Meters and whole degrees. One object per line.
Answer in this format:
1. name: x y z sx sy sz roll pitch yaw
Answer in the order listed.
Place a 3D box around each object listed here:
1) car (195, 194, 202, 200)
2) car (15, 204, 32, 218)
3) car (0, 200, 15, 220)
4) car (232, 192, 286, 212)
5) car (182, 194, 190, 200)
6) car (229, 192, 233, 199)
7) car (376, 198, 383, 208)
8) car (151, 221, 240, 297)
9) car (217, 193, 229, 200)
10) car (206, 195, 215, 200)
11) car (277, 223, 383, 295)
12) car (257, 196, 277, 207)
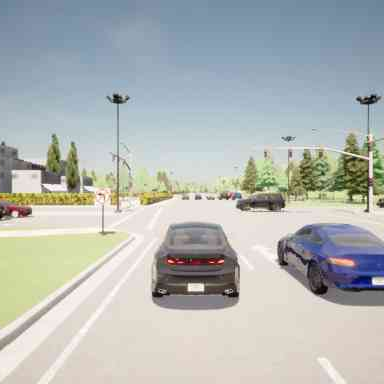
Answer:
1. car: 1.742 1.472 91.764 1.882 1.535 5.008 0 0 0
2. car: -16.779 1.478 29.408 5.008 1.535 1.882 0 0 -1
3. car: -17.354 1.221 25.900 5.566 2.045 2.150 0 0 -1
4. car: 7.827 1.222 37.918 5.566 2.045 2.150 0 0 -1
5. car: -1.760 1.518 91.360 2.128 1.511 4.902 0 0 0
6. car: 12.239 1.218 90.923 2.150 2.045 5.566 0 0 0
7. car: 28.174 1.221 45.169 5.566 2.045 2.150 0 0 -1
8. car: 0.080 1.505 8.538 1.837 1.490 4.892 0 0 0
9. car: 8.740 1.218 91.353 2.150 2.045 5.566 0 0 0
10. car: 5.243 1.590 92.199 1.895 1.301 4.718 0 0 0
11. car: 3.585 1.526 8.626 1.812 1.442 4.674 0 0 0
12. car: 11.975 1.507 53.377 1.837 1.490 4.892 -3 0 -2
